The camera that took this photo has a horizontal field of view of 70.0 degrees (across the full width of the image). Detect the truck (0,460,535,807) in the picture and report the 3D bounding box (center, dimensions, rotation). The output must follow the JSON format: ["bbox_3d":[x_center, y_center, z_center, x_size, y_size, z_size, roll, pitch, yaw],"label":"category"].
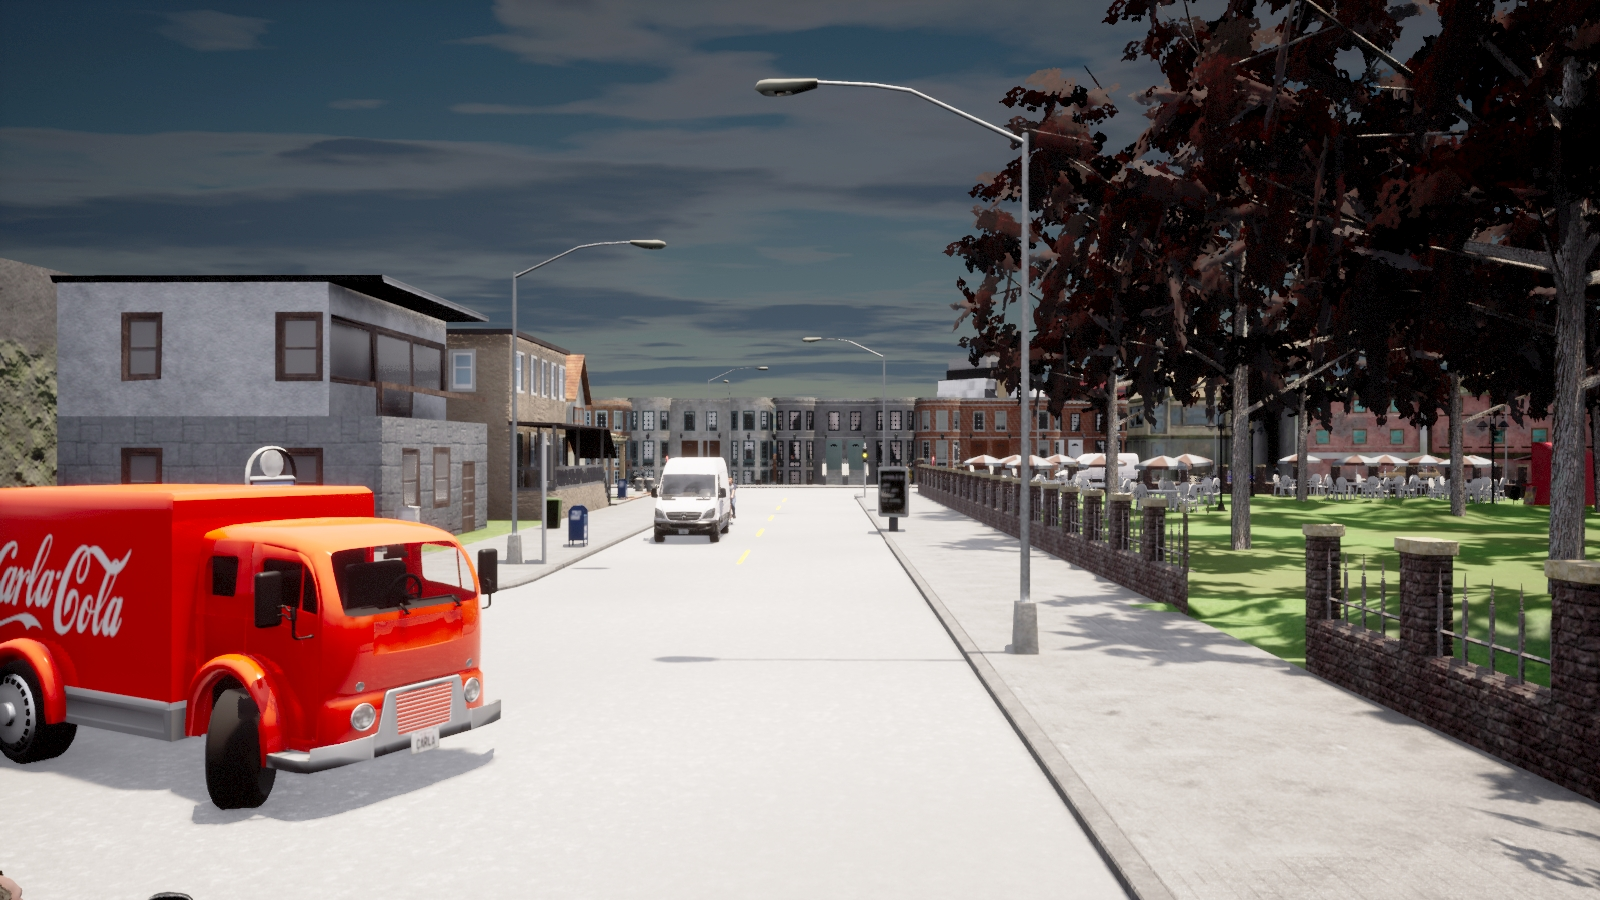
[{"bbox_3d":[-5.363,1.348,10.682,5.204,2.467,2.627,0,0,29],"label":"truck"}]

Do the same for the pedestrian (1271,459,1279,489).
[{"bbox_3d":[30.087,1.525,72.389,0.375,1.860,0.375,0,0,-1],"label":"pedestrian"}]

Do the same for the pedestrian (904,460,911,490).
[{"bbox_3d":[6.528,1.516,69.398,0.375,1.860,0.375,0,0,3],"label":"pedestrian"}]

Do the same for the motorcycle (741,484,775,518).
[{"bbox_3d":[-1.677,1.985,45.065,0.867,1.251,2.209,0,0,-15],"label":"motorcycle"}]

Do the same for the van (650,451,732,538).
[{"bbox_3d":[-3.393,1.314,36.728,1.988,2.561,5.915,0,0,1],"label":"van"}]
